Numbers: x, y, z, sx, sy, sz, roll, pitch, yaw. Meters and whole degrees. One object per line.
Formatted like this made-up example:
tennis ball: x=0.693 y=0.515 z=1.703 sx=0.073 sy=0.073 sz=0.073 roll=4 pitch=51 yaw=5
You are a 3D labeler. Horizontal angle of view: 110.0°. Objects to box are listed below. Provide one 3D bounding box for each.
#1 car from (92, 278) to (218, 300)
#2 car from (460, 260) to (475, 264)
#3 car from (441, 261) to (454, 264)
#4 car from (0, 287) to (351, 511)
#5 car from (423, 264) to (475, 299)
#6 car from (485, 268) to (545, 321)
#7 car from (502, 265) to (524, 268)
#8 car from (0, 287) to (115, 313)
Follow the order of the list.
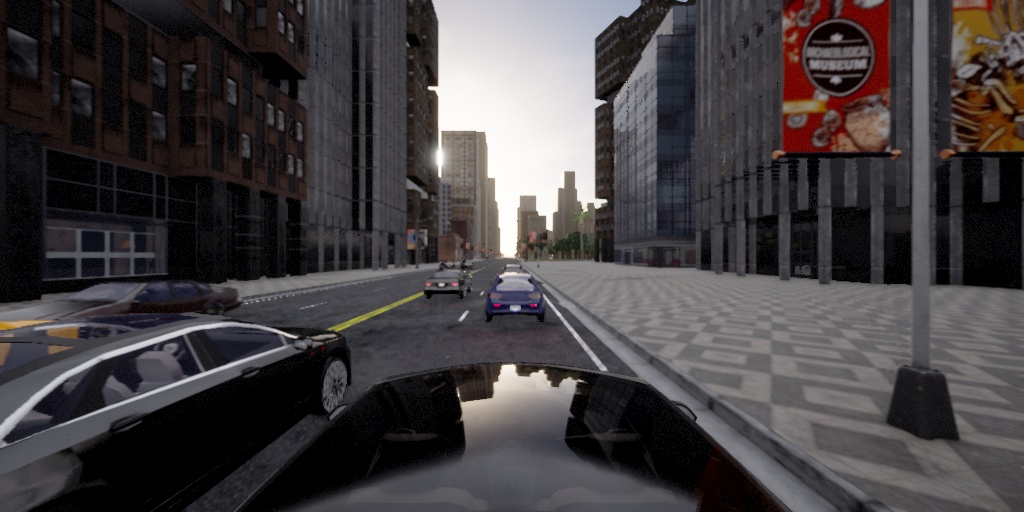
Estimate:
car: x=-9.850 y=1.317 z=9.515 sx=2.033 sy=1.411 sz=5.357 roll=0 pitch=0 yaw=0
car: x=-6.525 y=1.334 z=52.657 sx=1.837 sy=1.490 sz=4.892 roll=0 pitch=-1 yaw=0
car: x=-9.763 y=1.419 z=54.210 sx=1.994 sy=1.385 sz=4.181 roll=0 pitch=0 yaw=0
car: x=-3.149 y=1.247 z=3.077 sx=2.128 sy=1.511 sz=4.902 roll=0 pitch=0 yaw=0
car: x=-3.160 y=1.341 z=18.566 sx=2.033 sy=1.411 sz=5.357 roll=0 pitch=0 yaw=0
car: x=0.096 y=1.303 z=12.454 sx=1.812 sy=1.442 sz=4.674 roll=0 pitch=0 yaw=0
car: x=0.093 y=1.380 z=28.833 sx=1.994 sy=1.385 sz=4.181 roll=0 pitch=0 yaw=0
car: x=-6.599 y=1.230 z=2.571 sx=1.882 sy=1.535 sz=5.008 roll=0 pitch=0 yaw=0
